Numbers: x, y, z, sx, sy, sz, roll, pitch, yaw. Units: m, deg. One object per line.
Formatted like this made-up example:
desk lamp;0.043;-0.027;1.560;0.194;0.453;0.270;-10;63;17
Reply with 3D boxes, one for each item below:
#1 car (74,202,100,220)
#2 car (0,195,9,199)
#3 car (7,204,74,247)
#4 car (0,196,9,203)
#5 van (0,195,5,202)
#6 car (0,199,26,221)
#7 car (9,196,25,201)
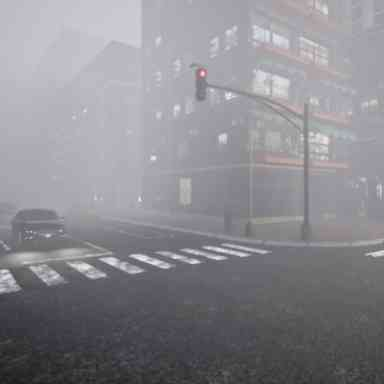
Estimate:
car;-9.376;1.570;28.488;1.752;1.417;4.829;0;0;-36
car;-35.682;1.573;65.169;1.967;1.590;4.097;0;0;-36
car;-7.153;1.518;15.441;1.837;1.490;4.892;0;0;-34
car;-42.381;1.699;74.511;1.752;1.417;4.829;0;0;-36
van;-45.583;1.534;78.976;1.690;1.788;3.998;0;0;-36
car;-14.260;1.554;25.366;1.812;1.442;4.674;0;0;-36
car;-29.180;1.628;56.103;1.752;1.417;4.829;0;0;-36
